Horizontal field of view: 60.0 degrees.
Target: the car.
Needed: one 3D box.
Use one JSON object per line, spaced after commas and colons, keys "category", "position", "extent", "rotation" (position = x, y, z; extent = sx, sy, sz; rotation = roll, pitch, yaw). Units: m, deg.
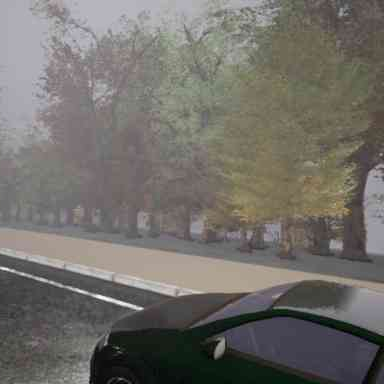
{"category": "car", "position": [0.998, 1.555, 2.971], "extent": [4.181, 1.385, 1.994], "rotation": [1, 0, 36]}
